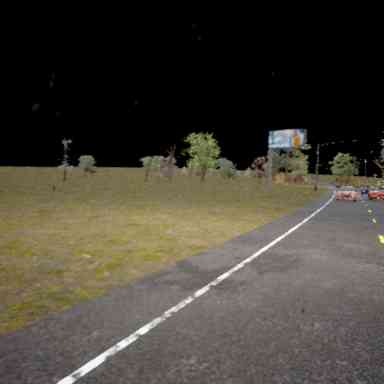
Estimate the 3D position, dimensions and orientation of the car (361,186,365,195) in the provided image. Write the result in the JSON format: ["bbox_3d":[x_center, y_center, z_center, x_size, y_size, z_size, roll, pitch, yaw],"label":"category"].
[{"bbox_3d":[31.402,-0.330,59.413,2.097,1.767,4.553,3,3,24],"label":"car"}]

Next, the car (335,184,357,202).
[{"bbox_3d":[18.530,0.146,39.837,2.097,1.767,4.553,3,3,25],"label":"car"}]

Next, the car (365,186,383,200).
[{"bbox_3d":[24.132,0.180,43.186,2.097,1.767,4.553,3,3,25],"label":"car"}]
